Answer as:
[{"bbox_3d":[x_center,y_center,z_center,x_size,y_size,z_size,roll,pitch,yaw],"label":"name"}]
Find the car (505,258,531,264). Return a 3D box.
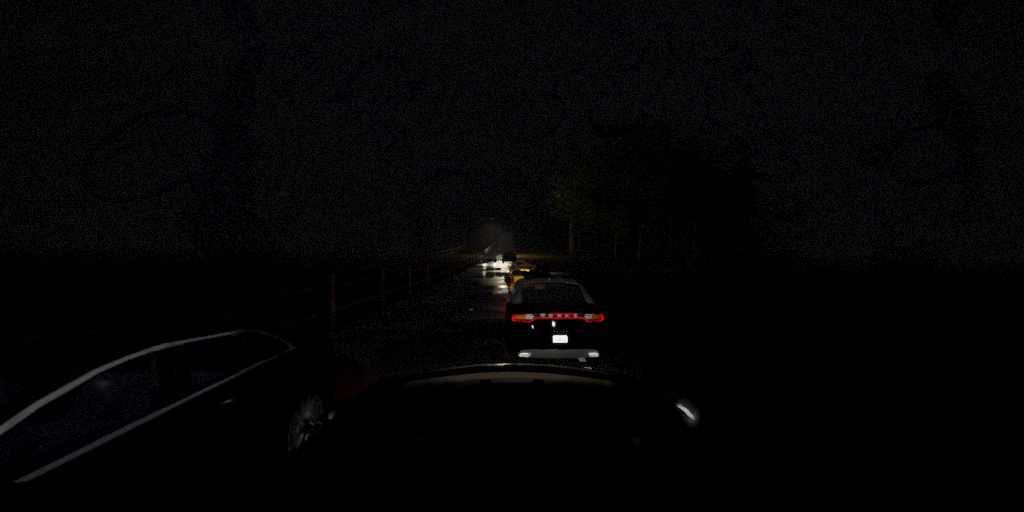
[{"bbox_3d":[0.688,1.072,18.576,1.801,1.575,5.366,0,1,0],"label":"car"}]

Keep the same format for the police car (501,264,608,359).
[{"bbox_3d":[0.774,1.149,8.499,1.930,1.638,5.238,0,0,0],"label":"police car"}]

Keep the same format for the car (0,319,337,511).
[{"bbox_3d":[-2.845,1.241,2.032,2.128,1.511,4.902,0,0,0],"label":"car"}]

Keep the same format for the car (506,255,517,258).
[{"bbox_3d":[0.636,0.969,24.574,1.801,1.575,5.366,0,1,0],"label":"car"}]

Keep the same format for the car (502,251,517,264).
[{"bbox_3d":[-0.358,0.111,51.823,2.097,1.767,4.553,0,2,0],"label":"car"}]

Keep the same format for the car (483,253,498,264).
[{"bbox_3d":[-3.170,0.298,51.461,1.812,1.442,4.674,0,2,0],"label":"car"}]
